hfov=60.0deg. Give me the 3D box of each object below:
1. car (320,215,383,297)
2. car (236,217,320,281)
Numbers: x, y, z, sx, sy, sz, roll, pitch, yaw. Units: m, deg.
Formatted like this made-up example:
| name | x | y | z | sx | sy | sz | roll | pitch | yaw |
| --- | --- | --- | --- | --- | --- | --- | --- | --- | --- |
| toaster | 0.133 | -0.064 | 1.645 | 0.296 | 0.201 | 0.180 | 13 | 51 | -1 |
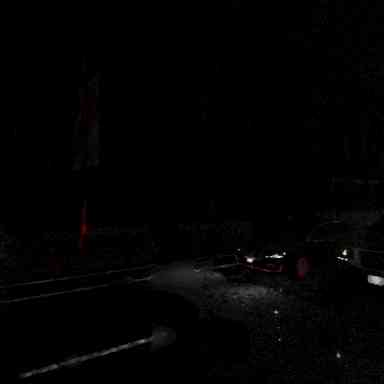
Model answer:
| name | x | y | z | sx | sy | sz | roll | pitch | yaw |
| --- | --- | --- | --- | --- | --- | --- | --- | --- | --- |
| car | 5.614 | 1.281 | 7.688 | 5.566 | 2.045 | 2.150 | 0 | 0 | -35 |
| car | 3.504 | 1.562 | 10.174 | 4.892 | 1.490 | 1.837 | 0 | 0 | -35 |
